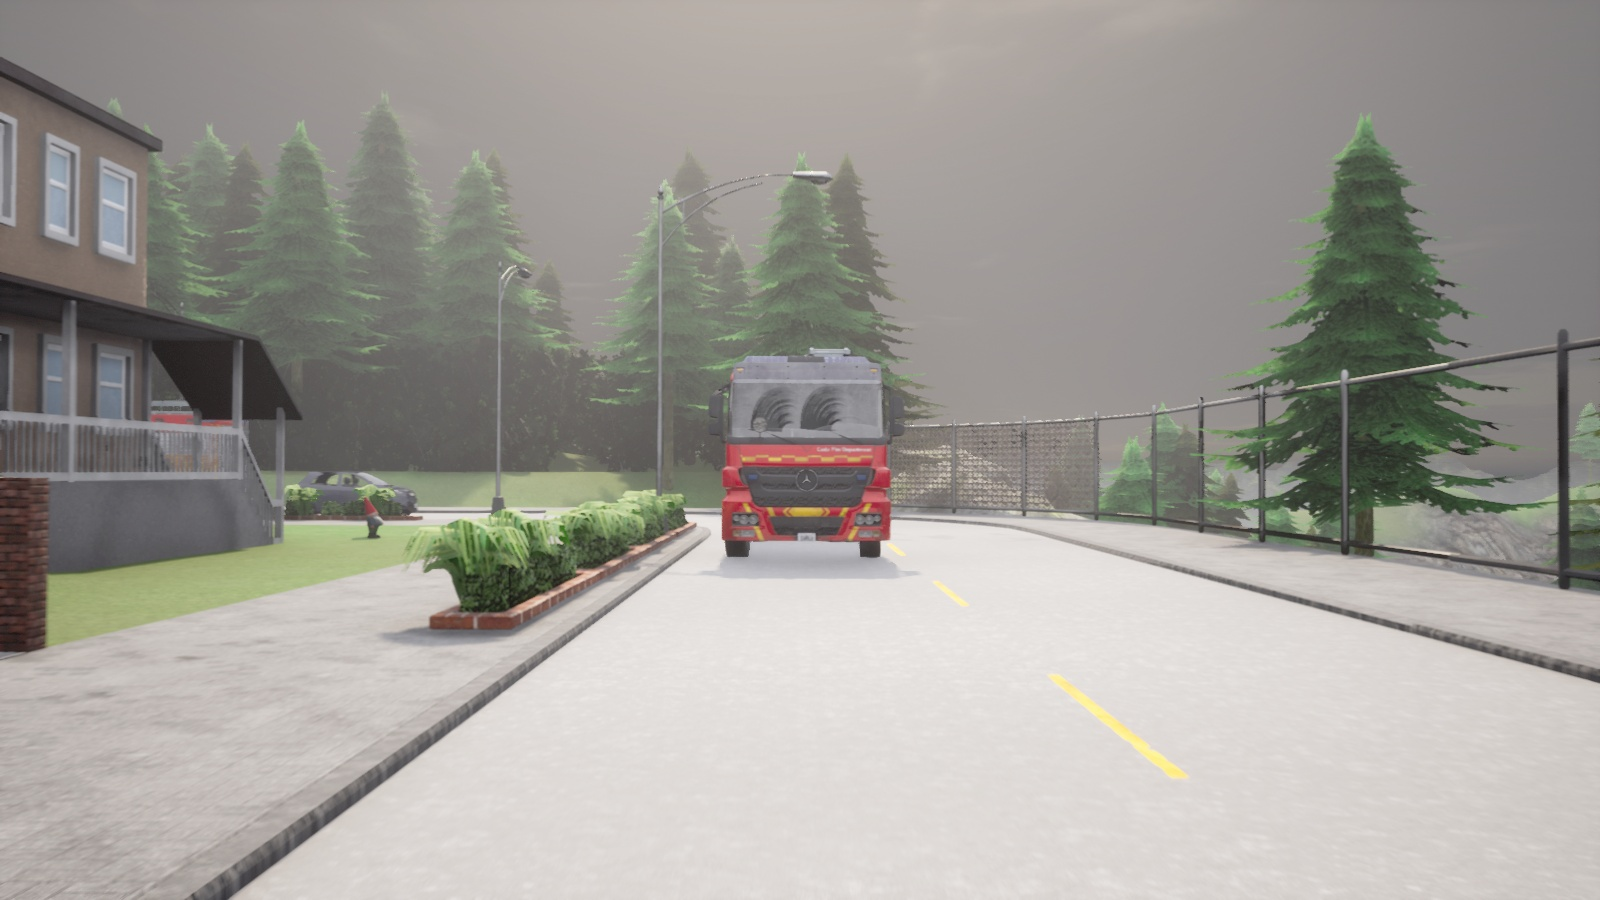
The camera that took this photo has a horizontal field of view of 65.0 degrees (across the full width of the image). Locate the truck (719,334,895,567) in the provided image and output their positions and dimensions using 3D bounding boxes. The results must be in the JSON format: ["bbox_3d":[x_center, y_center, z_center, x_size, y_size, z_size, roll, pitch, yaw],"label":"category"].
[{"bbox_3d":[0.039,0.067,24.910,2.891,3.827,8.468,0,-1,-1],"label":"truck"}]

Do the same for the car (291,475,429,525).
[{"bbox_3d":[-13.636,1.536,39.029,3.633,1.501,1.845,0,-1,0],"label":"car"}]

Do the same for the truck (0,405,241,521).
[{"bbox_3d":[-24.048,0.467,43.031,8.468,3.827,2.891,0,-1,0],"label":"truck"}]
